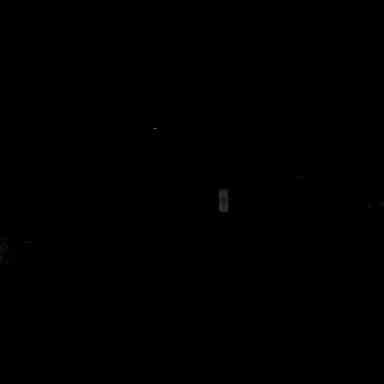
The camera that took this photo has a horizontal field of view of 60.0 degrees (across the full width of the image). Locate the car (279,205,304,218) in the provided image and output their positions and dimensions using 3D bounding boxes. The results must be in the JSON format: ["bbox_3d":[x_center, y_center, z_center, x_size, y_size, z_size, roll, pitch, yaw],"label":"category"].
[{"bbox_3d":[12.515,2.522,41.797,1.882,1.535,5.008,1,-1,35],"label":"car"}]

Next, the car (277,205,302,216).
[{"bbox_3d":[14.581,2.706,49.513,2.128,1.511,4.902,1,-1,35],"label":"car"}]
